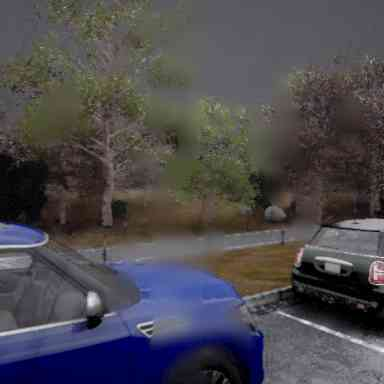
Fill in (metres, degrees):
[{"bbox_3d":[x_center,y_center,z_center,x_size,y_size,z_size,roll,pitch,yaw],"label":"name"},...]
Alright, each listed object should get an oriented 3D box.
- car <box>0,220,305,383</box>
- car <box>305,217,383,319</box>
[{"bbox_3d":[-1.943,1.229,2.667,5.566,2.045,2.435,0,0,-33],"label":"car"},{"bbox_3d":[4.290,1.351,7.109,4.553,1.767,2.185,-1,0,-33],"label":"car"}]
